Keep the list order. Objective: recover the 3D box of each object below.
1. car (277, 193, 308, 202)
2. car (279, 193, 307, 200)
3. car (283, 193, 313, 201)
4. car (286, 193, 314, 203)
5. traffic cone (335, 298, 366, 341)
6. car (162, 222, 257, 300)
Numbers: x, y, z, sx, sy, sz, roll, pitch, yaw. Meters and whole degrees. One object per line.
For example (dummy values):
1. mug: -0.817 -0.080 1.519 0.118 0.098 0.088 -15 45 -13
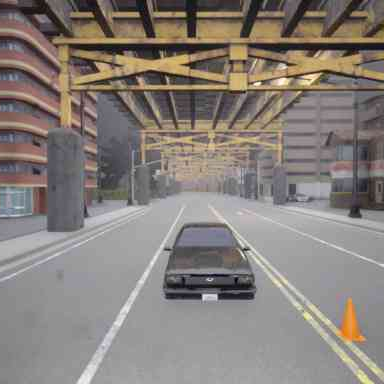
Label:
1. car: 17.814 0.957 59.035 4.974 1.542 2.038 0 1 25
2. car: 17.861 0.800 59.011 4.536 1.218 1.853 0 1 25
3. car: 17.515 0.847 54.894 4.536 1.218 1.853 0 1 -20
4. car: 17.466 1.005 54.878 4.974 1.542 2.038 0 1 -20
5. traffic cone: 2.454 1.949 5.157 0.340 0.580 0.340 0 0 0
6. car: 0.362 1.533 8.764 2.033 1.411 5.357 0 0 1
